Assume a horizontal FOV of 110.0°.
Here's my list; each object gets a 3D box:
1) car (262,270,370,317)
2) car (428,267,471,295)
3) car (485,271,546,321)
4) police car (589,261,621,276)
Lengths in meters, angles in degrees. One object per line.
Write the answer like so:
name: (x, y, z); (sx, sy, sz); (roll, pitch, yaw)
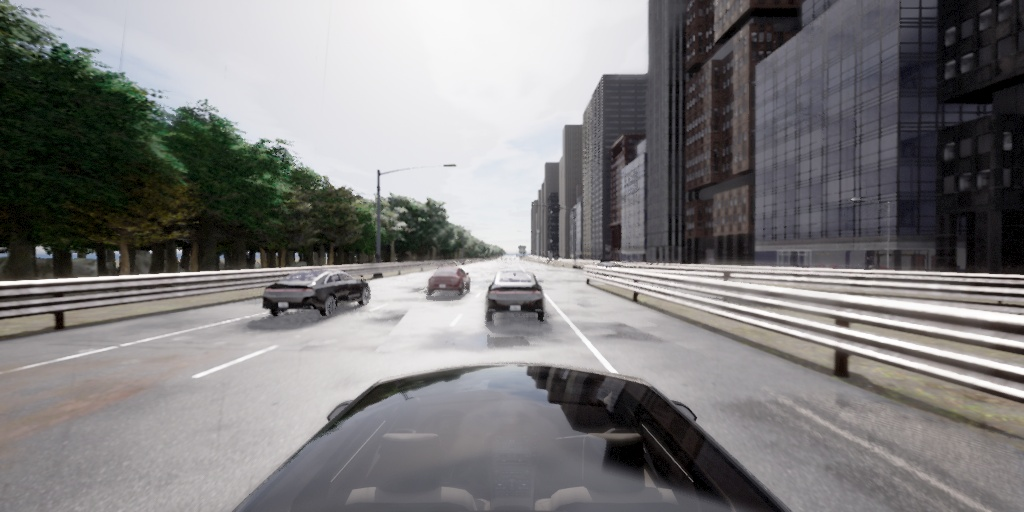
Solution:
car: (-6.904, 1.266, 13.247); (2.128, 1.511, 4.902); (0, 0, 0)
car: (-3.406, 1.317, 19.888); (1.812, 1.442, 4.674); (0, 0, 0)
car: (0.097, 1.266, 12.591); (2.128, 1.511, 4.902); (0, 0, 0)
police car: (9.282, 1.299, 36.021); (1.930, 1.638, 5.238); (0, 0, -13)
